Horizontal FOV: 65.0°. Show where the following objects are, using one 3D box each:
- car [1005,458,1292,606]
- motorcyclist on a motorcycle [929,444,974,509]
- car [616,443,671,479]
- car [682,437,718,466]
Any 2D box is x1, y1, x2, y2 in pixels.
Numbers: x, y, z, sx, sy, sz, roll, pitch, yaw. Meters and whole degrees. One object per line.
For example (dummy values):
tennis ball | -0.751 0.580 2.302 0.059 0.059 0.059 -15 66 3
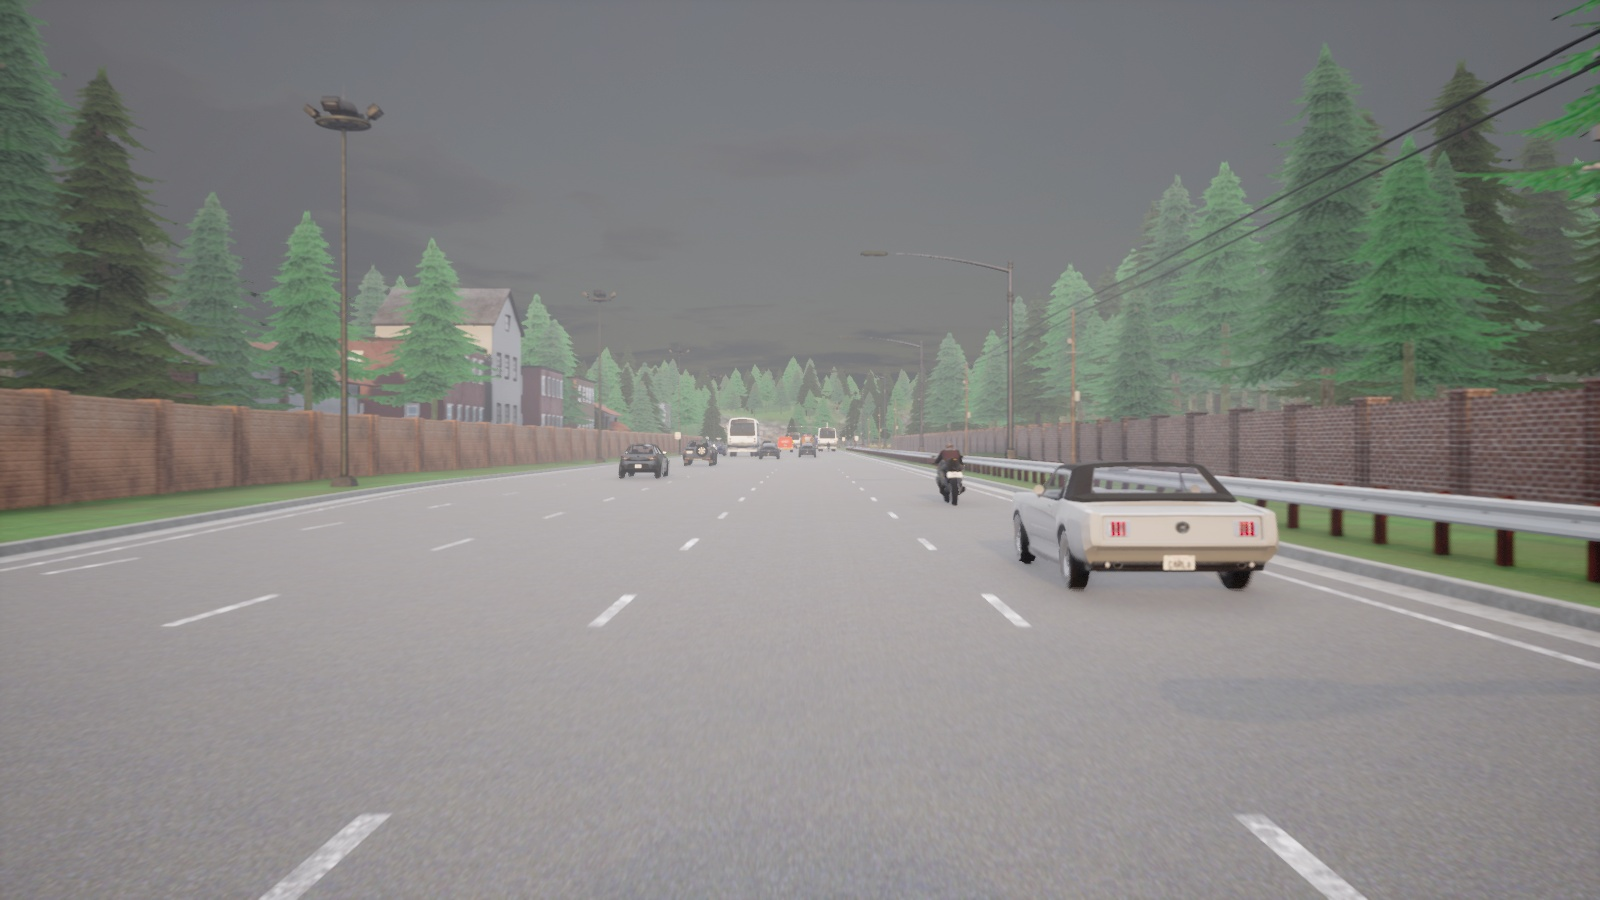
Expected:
car | 3.594 0.772 13.929 1.895 1.301 4.718 0 0 0
motorcyclist on a motorcycle | 3.690 0.613 30.748 0.866 1.530 2.191 0 0 0
car | -6.678 0.454 54.018 1.816 1.474 4.193 0 0 0
car | -6.517 0.099 82.402 1.932 1.855 4.605 0 0 0
